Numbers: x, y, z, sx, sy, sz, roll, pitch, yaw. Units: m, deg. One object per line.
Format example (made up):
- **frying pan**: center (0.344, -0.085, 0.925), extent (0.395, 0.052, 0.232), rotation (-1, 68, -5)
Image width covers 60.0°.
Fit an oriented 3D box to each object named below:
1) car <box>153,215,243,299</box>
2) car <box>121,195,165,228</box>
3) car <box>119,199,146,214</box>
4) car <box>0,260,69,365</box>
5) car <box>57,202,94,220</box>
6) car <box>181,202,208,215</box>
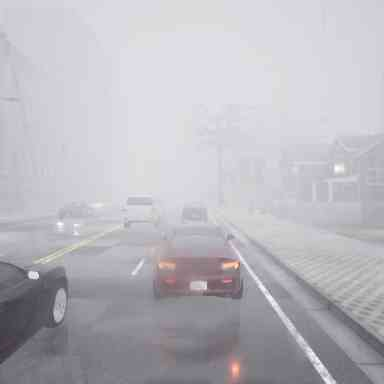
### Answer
- **car**: center (0.128, 1.524, 8.300), extent (1.812, 1.442, 4.674), rotation (0, 0, 0)
- **car**: center (-3.071, 1.214, 22.065), extent (2.150, 2.045, 5.566), rotation (0, 0, 0)
- **car**: center (-6.467, 1.528, 36.811), extent (2.033, 1.411, 5.357), rotation (0, 0, 0)
- **car**: center (-3.138, 1.477, 3.969), extent (1.882, 1.535, 5.008), rotation (0, 0, 0)
- **car**: center (-9.751, 1.553, 28.092), extent (1.994, 1.385, 4.181), rotation (0, 0, 0)
- **car**: center (0.189, 1.469, 25.280), extent (1.882, 1.535, 5.008), rotation (0, 0, 0)
